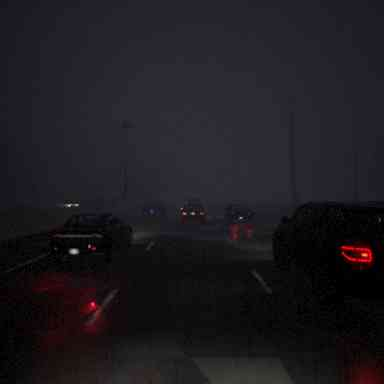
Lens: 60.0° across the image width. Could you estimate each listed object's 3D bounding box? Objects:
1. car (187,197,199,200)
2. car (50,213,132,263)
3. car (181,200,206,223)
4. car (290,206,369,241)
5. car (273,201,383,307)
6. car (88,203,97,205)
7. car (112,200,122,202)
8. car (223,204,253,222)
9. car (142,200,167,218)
[{"bbox_3d":[0.099,1.374,42.283,2.097,1.767,4.553,0,0,0],"label":"car"},{"bbox_3d":[-3.401,1.498,12.009,2.128,1.511,4.902,0,0,0],"label":"car"},{"bbox_3d":[0.099,1.560,25.801,2.033,1.411,5.357,0,0,0],"label":"car"},{"bbox_3d":[7.099,1.557,17.901,2.033,1.411,5.357,0,0,0],"label":"car"},{"bbox_3d":[3.600,1.226,8.133,2.150,2.045,5.566,0,0,0],"label":"car"},{"bbox_3d":[-17.532,1.508,60.943,1.882,1.535,5.008,0,0,1],"label":"car"},{"bbox_3d":[-14.029,1.632,61.012,1.895,1.301,4.718,0,0,1],"label":"car"},{"bbox_3d":[3.597,1.615,26.709,1.895,1.301,4.718,0,0,0],"label":"car"},{"bbox_3d":[-3.401,1.493,30.698,1.882,1.535,5.008,0,0,0],"label":"car"}]
